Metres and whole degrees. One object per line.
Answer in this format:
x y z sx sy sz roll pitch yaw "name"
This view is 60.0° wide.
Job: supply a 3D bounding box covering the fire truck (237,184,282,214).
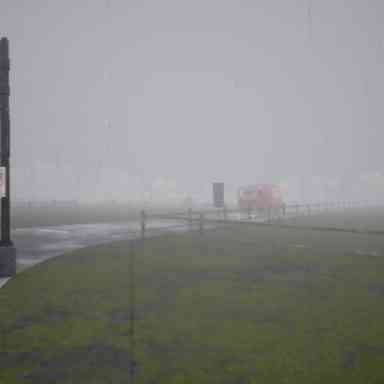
9.326 0.879 44.992 2.891 3.827 8.468 -1 -1 36 "fire truck"
